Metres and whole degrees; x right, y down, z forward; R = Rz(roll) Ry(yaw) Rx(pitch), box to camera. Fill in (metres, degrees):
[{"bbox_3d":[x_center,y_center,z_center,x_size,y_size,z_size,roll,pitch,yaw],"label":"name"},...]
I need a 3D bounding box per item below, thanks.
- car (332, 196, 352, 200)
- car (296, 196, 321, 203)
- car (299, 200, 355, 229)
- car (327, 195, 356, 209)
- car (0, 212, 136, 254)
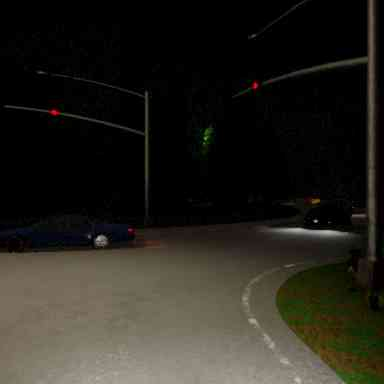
[{"bbox_3d":[15.823,1.450,35.472,1.882,1.535,5.008,0,0,11],"label":"car"},{"bbox_3d":[19.596,1.449,56.078,1.882,1.535,5.008,0,0,-16],"label":"car"},{"bbox_3d":[8.904,1.477,21.541,1.837,1.490,4.892,0,0,41],"label":"car"},{"bbox_3d":[20.758,1.324,46.367,2.097,1.767,4.553,0,0,3],"label":"car"},{"bbox_3d":[-4.982,1.525,13.217,5.357,1.411,2.033,0,0,-15],"label":"car"}]
